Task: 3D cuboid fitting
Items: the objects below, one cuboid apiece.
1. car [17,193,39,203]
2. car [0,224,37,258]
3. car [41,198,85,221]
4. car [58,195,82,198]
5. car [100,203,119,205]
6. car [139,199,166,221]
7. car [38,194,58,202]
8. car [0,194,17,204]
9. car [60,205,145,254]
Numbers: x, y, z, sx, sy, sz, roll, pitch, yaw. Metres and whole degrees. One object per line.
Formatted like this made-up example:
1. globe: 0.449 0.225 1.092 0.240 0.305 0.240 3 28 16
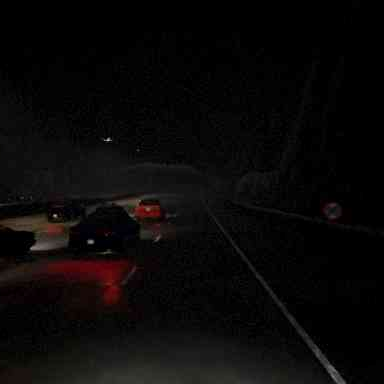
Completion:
1. car: -27.710 1.038 57.701 2.097 1.767 4.553 0 1 1
2. car: -6.925 1.594 10.350 2.033 1.411 5.357 0 0 1
3. car: -10.308 1.507 27.552 1.837 1.490 4.892 0 1 1
4. car: -20.713 1.219 57.621 2.033 1.411 5.357 0 1 1
5. car: -6.806 1.558 27.576 1.994 1.385 4.181 0 1 1
6. car: -3.309 1.338 27.407 2.097 1.767 4.553 0 0 1
7. car: -24.218 1.205 57.633 1.812 1.442 4.674 0 1 1
8. car: -31.198 1.199 57.641 1.837 1.490 4.892 0 1 1
9. car: -3.378 1.514 13.674 1.882 1.535 5.008 0 0 1
